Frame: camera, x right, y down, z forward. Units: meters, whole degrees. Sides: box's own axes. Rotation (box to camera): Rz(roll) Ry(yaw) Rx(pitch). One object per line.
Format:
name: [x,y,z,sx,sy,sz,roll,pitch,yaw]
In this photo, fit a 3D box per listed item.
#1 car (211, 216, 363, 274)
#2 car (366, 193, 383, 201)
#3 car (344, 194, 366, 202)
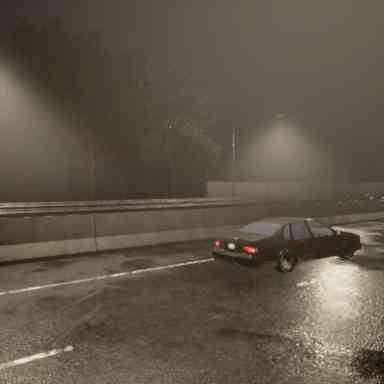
car: [3.113,1.477,10.334,5.357,1.411,2.033,-1,0,-35]
car: [29.005,0.941,50.412,4.553,1.767,2.097,0,0,-35]
car: [25.937,1.102,52.523,4.892,1.490,1.837,-1,0,-35]
